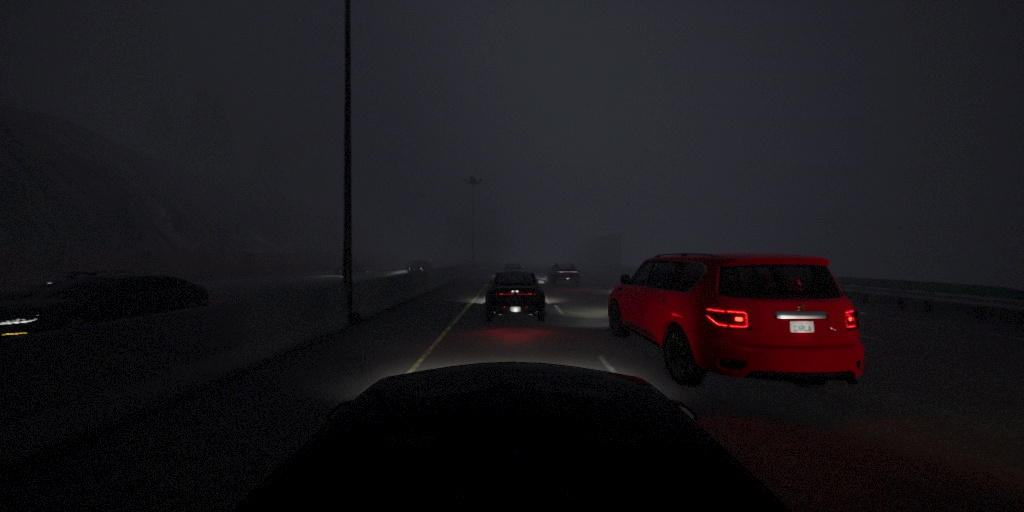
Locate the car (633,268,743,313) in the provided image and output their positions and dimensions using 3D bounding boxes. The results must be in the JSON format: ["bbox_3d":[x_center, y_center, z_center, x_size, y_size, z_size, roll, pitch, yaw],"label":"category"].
[{"bbox_3d":[7.100,1.302,15.302,2.033,1.411,5.357,0,0,0],"label":"car"}]

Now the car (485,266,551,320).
[{"bbox_3d":[0.100,1.259,12.553,1.837,1.490,4.892,0,0,0],"label":"car"}]

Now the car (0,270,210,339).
[{"bbox_3d":[-10.600,1.258,9.439,1.837,1.490,4.892,0,0,0],"label":"car"}]

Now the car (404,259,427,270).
[{"bbox_3d":[-14.077,1.259,52.581,2.128,1.511,4.902,0,0,0],"label":"car"}]

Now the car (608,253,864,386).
[{"bbox_3d":[3.601,0.973,7.136,2.150,2.045,5.566,0,0,0],"label":"car"}]

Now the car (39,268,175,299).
[{"bbox_3d":[-21.101,1.357,19.059,1.895,1.301,4.718,0,0,0],"label":"car"}]

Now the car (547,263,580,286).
[{"bbox_3d":[3.598,1.250,25.533,2.128,1.511,4.902,0,0,0],"label":"car"}]

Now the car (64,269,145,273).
[{"bbox_3d":[-14.099,1.245,11.843,2.128,1.511,4.902,0,0,0],"label":"car"}]

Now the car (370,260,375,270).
[{"bbox_3d":[-21.071,1.269,51.088,1.837,1.490,4.892,0,1,0],"label":"car"}]

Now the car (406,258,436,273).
[{"bbox_3d":[-10.591,1.270,41.657,1.837,1.490,4.892,0,-1,0],"label":"car"}]

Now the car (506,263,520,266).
[{"bbox_3d":[0.099,1.324,30.777,1.994,1.385,4.181,0,0,0],"label":"car"}]

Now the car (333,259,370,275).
[{"bbox_3d":[-17.595,1.288,39.119,1.812,1.442,4.674,0,0,0],"label":"car"}]
